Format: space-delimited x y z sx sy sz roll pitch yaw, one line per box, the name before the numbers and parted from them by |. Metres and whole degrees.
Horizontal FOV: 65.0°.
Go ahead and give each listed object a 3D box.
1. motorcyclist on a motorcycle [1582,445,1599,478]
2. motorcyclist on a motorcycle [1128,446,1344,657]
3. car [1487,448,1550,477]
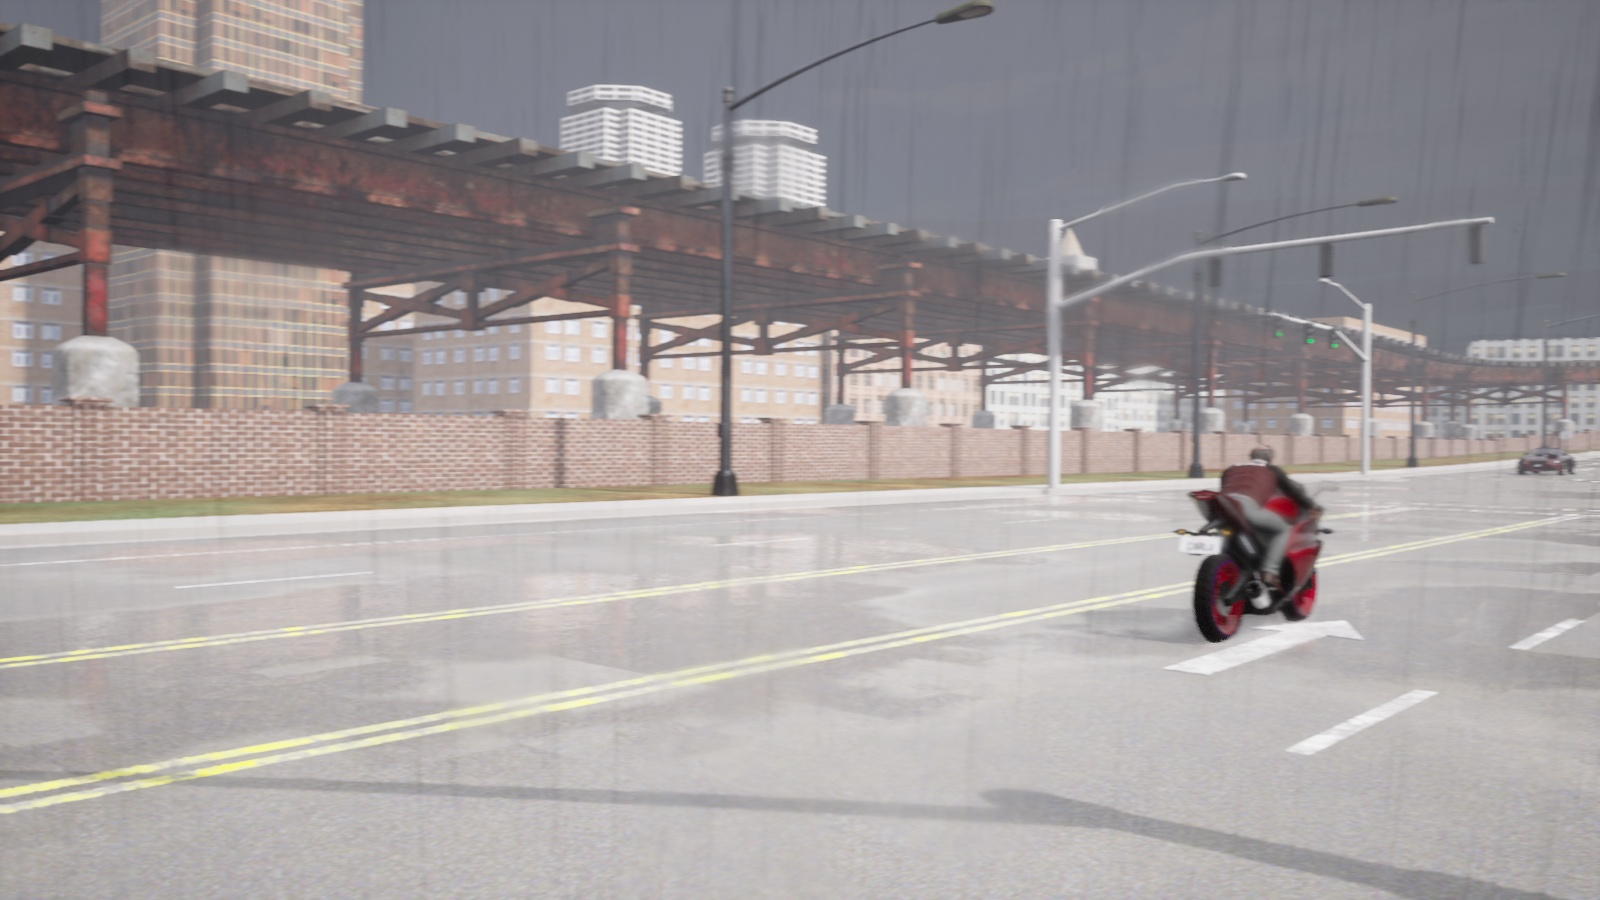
motorcyclist on a motorcycle | 38.580 0.541 60.846 0.866 1.590 1.817 1 1 42
motorcyclist on a motorcycle | 3.582 0.741 10.195 0.866 1.530 2.191 -1 -1 42
car | 36.590 0.602 63.909 1.994 1.385 4.181 1 1 42
